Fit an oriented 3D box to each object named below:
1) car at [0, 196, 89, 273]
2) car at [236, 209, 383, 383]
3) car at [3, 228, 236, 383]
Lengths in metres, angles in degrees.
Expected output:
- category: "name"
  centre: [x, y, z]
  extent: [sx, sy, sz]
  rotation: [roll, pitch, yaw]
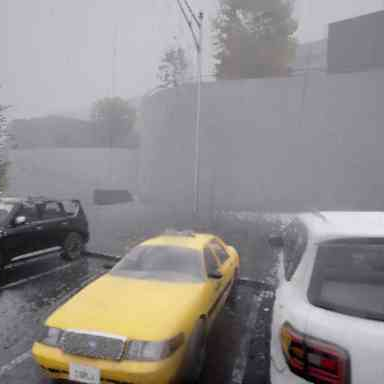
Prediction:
- category: "car"
  centre: [-5.160, 1.161, 9.455]
  extent: [2.435, 2.045, 5.566]
  rotation: [1, 0, 16]
- category: "car"
  centre: [2.179, 1.234, 4.279]
  extent: [2.435, 2.045, 5.566]
  rotation: [0, 0, 16]
- category: "car"
  centre: [-0.321, 1.460, 5.817]
  extent: [1.946, 1.575, 5.366]
  rotation: [1, 0, 15]
